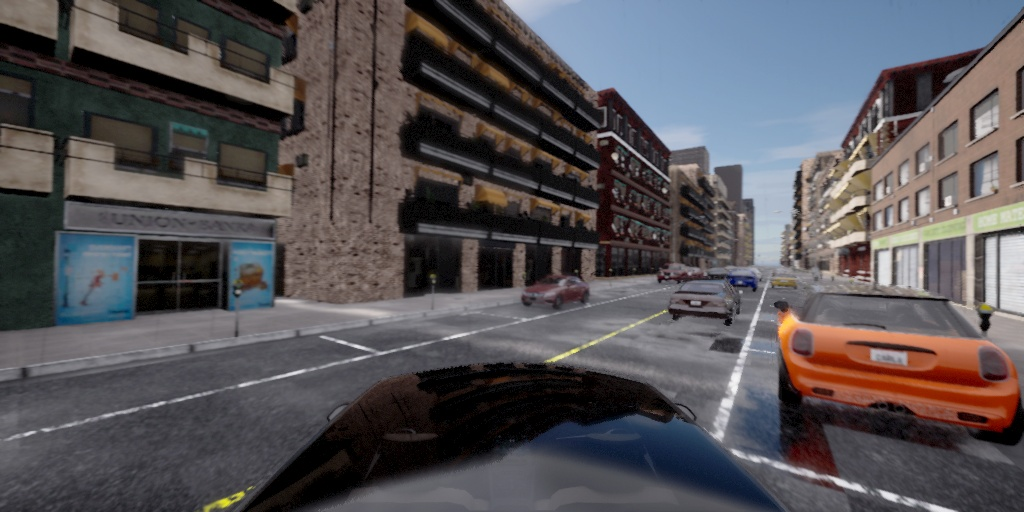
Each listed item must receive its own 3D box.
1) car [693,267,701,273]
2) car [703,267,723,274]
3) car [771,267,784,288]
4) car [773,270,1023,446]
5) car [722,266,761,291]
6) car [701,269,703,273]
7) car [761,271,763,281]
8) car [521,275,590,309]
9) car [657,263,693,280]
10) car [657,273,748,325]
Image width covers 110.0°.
[{"bbox_3d":[18.672,1.864,38.699,1.967,1.591,4.097,0,0,36],"label":"car"},{"bbox_3d":[23.105,2.019,40.230,1.837,1.490,4.892,1,-1,37],"label":"car"},{"bbox_3d":[22.218,1.912,29.341,1.751,1.417,4.829,0,0,36],"label":"car"},{"bbox_3d":[5.659,1.238,5.915,2.097,1.767,4.553,1,-1,36],"label":"car"},{"bbox_3d":[17.681,1.775,27.506,1.882,1.535,5.008,1,-1,36],"label":"car"},{"bbox_3d":[21.994,2.068,43.253,1.888,1.381,4.507,0,0,36],"label":"car"},{"bbox_3d":[27.550,2.119,41.201,1.812,1.442,4.674,1,-1,36],"label":"car"},{"bbox_3d":[2.064,1.508,15.938,1.802,1.307,4.207,0,0,36],"label":"car"},{"bbox_3d":[15.351,1.639,34.147,2.192,1.841,5.009,0,0,36],"label":"car"},{"bbox_3d":[7.108,1.527,13.013,2.033,1.411,5.357,1,-1,36],"label":"car"}]
